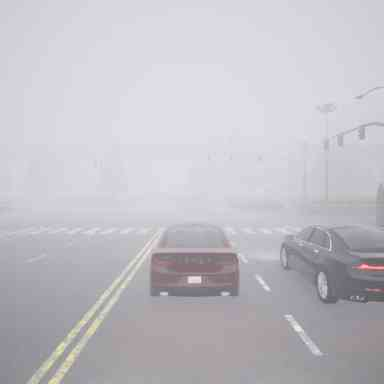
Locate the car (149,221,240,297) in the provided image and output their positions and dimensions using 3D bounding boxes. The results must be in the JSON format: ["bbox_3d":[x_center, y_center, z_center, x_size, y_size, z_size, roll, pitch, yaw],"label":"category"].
[{"bbox_3d":[0.055,1.478,8.640,1.882,1.535,5.008,0,0,0],"label":"car"}]

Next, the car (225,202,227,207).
[{"bbox_3d":[6.825,1.564,47.178,4.181,1.385,1.994,0,0,0],"label":"car"}]

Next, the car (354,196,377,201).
[{"bbox_3d":[22.695,1.526,40.124,4.674,1.442,1.812,0,0,0],"label":"car"}]

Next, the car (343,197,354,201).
[{"bbox_3d":[22.928,1.505,47.122,4.892,1.490,1.837,0,0,0],"label":"car"}]

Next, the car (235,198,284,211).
[{"bbox_3d":[8.310,1.548,40.172,5.357,1.411,2.033,0,0,0],"label":"car"}]

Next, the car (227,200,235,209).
[{"bbox_3d":[7.092,1.564,43.677,4.181,1.385,1.994,0,0,0],"label":"car"}]

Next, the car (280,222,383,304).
[{"bbox_3d":[3.554,1.505,8.128,1.837,1.490,4.892,0,0,0],"label":"car"}]

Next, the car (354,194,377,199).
[{"bbox_3d":[24.874,1.221,43.617,5.566,2.045,2.150,0,0,0],"label":"car"}]

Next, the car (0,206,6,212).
[{"bbox_3d":[-21.533,1.547,33.080,5.357,1.411,2.033,0,0,0],"label":"car"}]
